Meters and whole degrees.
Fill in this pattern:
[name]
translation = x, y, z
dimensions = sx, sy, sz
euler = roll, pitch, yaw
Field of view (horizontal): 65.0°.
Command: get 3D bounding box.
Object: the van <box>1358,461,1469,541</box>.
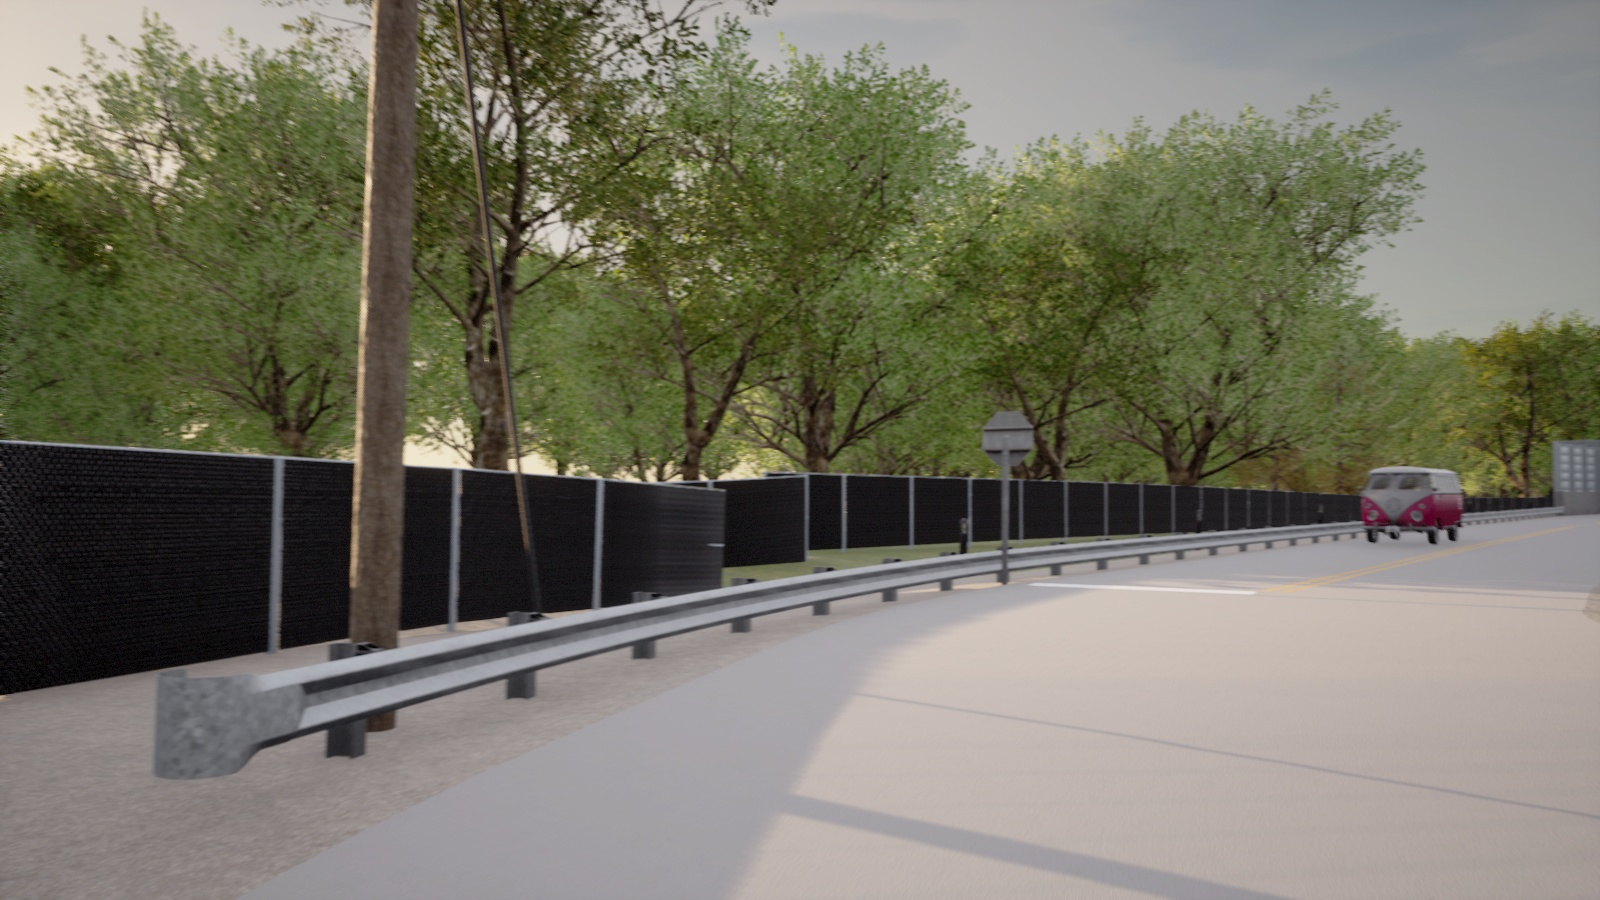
[van]
translation = 16.348, 1.331, 33.360
dimensions = 1.775, 1.987, 4.442
euler = -2, -2, 37
